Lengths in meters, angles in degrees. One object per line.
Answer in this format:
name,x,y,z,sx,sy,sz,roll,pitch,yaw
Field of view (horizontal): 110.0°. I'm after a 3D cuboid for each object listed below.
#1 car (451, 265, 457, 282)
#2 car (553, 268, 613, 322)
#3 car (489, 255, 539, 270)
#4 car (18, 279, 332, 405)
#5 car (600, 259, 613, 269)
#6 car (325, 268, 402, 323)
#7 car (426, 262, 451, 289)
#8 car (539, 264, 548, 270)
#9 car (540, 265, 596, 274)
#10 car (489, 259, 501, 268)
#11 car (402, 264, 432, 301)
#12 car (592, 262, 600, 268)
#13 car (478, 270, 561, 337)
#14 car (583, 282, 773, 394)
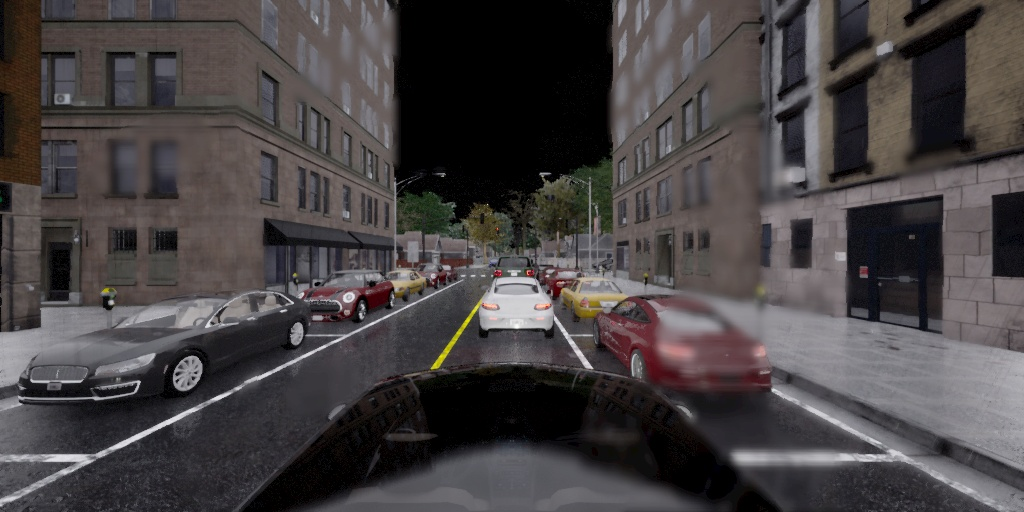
car,-5.380,1.343,28.483,1.802,1.307,4.207,0,0,0
car,2.640,1.278,12.097,1.751,1.417,4.829,0,0,0
car,0.105,0.978,19.891,2.150,2.045,5.566,0,0,0
car,-5.387,1.301,6.408,2.007,1.370,4.403,0,0,0
car,14.496,1.242,48.198,4.181,1.385,1.994,0,0,0
car,-5.386,1.192,11.927,1.967,1.591,4.097,0,0,0
car,-5.382,1.198,22.964,1.967,1.591,4.097,0,0,0
car,2.644,1.340,22.963,1.802,1.307,4.207,0,0,0
car,2.642,1.300,17.445,1.888,1.381,4.507,0,0,0
car,-3.059,1.281,64.277,1.882,1.535,5.008,0,0,0
car,-5.384,1.280,17.275,1.751,1.417,4.829,0,0,0
car,13.993,1.186,51.439,4.892,1.490,1.837,0,0,1
car,0.101,1.277,10.129,1.812,1.442,4.674,0,0,0
car,2.638,1.332,6.409,1.802,1.307,4.207,0,0,0
